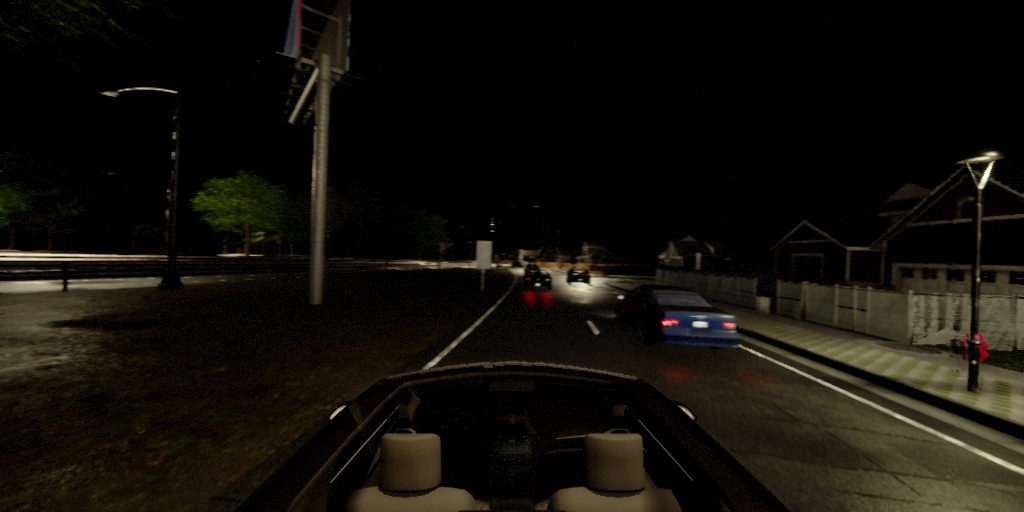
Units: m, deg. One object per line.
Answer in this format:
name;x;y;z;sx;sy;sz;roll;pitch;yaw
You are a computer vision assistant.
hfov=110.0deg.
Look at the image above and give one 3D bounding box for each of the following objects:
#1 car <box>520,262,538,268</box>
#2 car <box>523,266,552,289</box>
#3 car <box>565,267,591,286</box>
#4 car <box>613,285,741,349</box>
car;2.310;1.729;42.156;1.994;1.385;4.181;2;0;1
car;1.849;1.628;26.113;1.895;1.301;4.718;2;0;3
car;5.680;1.702;30.796;2.128;1.511;4.902;2;0;6
car;4.242;1.539;10.145;2.033;1.411;5.357;2;0;5
